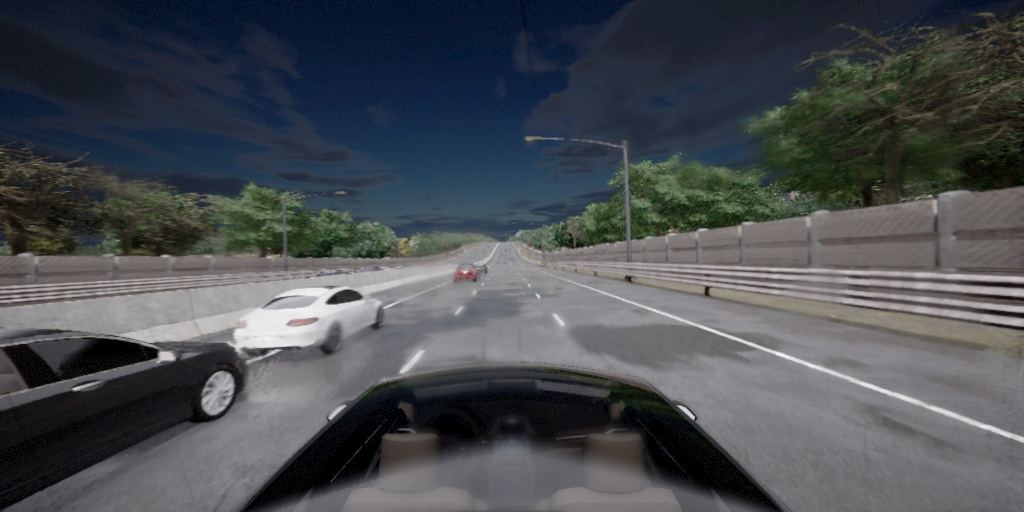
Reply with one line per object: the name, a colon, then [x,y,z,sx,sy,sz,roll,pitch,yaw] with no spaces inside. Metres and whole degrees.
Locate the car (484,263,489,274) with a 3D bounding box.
car: [-4.381,1.796,50.773,2.128,1.511,4.902,-2,-1,-1]

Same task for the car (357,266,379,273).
car: [-18.429,2.082,46.485,2.097,1.767,4.553,-2,-1,0]

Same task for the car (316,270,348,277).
car: [-21.867,2.366,43.832,2.033,1.411,5.357,-2,-1,0]

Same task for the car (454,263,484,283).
car: [-4.118,1.472,33.379,2.097,1.767,4.553,-2,-1,0]

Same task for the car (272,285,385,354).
car: [-4.815,1.480,9.214,1.812,1.442,4.674,-2,0,-1]

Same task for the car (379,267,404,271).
car: [-14.918,2.159,46.434,2.033,1.411,5.357,-2,-1,0]

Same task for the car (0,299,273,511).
car: [-4.717,1.423,3.209,1.837,1.490,4.892,-2,0,-1]
